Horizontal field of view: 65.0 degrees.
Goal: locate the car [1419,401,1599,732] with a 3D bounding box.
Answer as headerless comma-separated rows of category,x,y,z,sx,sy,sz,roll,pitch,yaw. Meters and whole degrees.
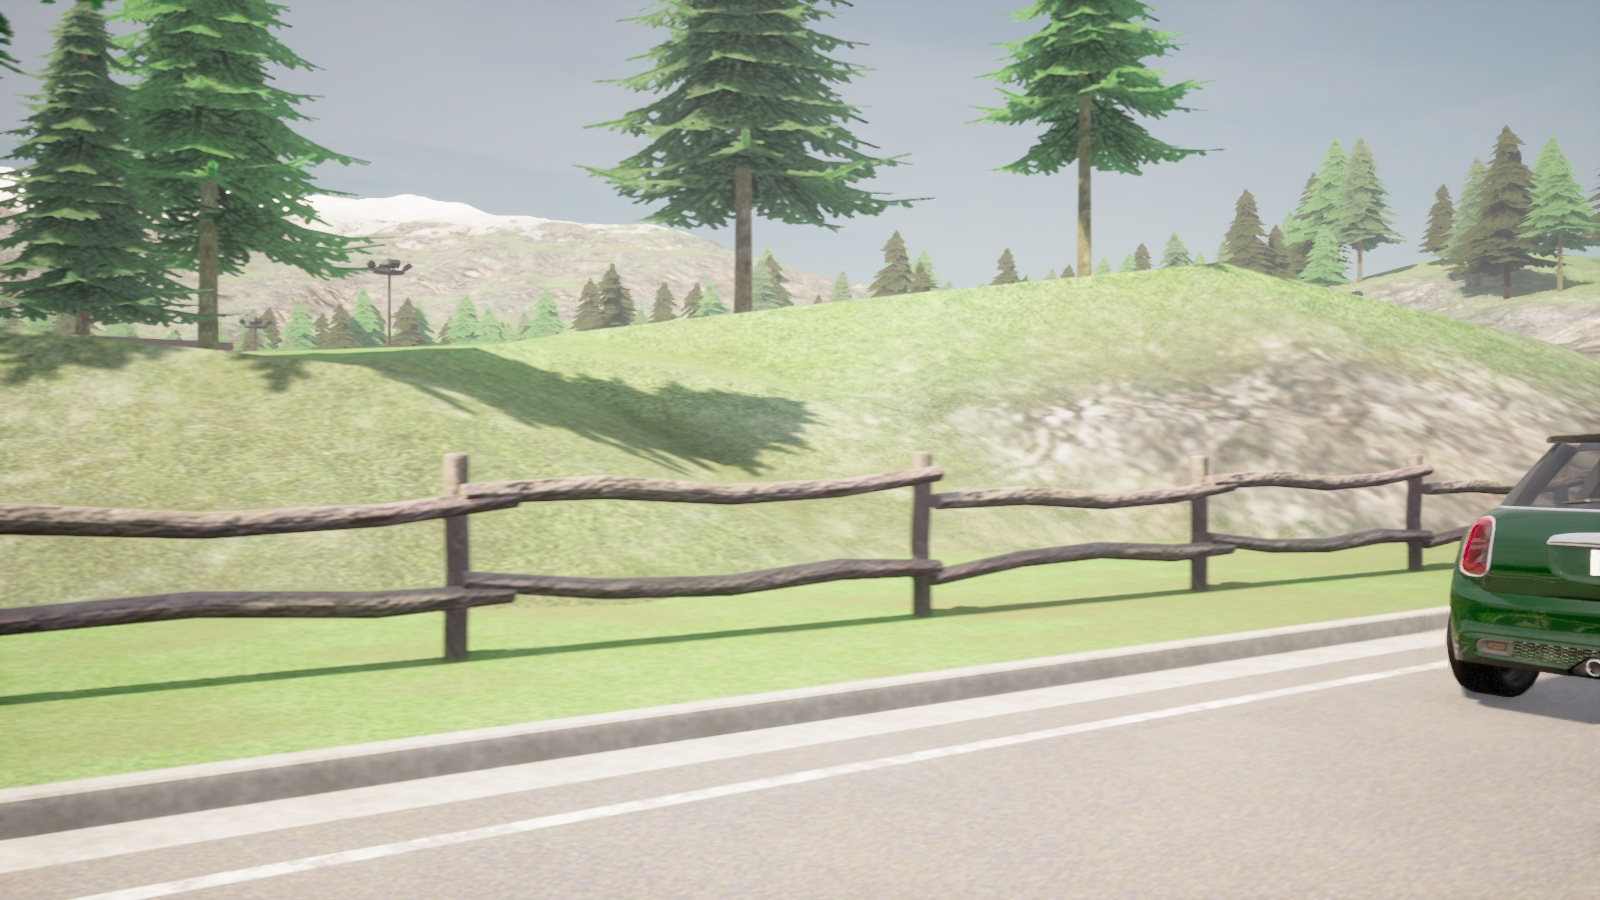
car,6.174,0.623,7.956,4.553,1.767,2.097,0,0,-35
